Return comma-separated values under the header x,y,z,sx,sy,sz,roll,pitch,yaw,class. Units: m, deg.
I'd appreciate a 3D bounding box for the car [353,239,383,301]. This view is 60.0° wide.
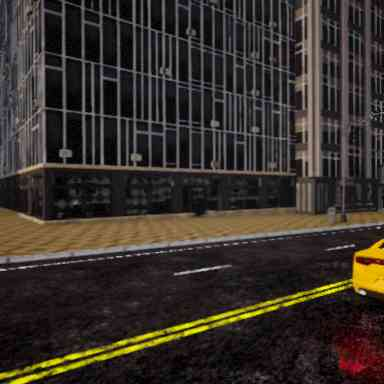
x,y,z,sx,sy,sz,roll,pitch,yaw,class
5.611,1.547,7.448,5.008,1.535,1.882,0,0,-36,car
